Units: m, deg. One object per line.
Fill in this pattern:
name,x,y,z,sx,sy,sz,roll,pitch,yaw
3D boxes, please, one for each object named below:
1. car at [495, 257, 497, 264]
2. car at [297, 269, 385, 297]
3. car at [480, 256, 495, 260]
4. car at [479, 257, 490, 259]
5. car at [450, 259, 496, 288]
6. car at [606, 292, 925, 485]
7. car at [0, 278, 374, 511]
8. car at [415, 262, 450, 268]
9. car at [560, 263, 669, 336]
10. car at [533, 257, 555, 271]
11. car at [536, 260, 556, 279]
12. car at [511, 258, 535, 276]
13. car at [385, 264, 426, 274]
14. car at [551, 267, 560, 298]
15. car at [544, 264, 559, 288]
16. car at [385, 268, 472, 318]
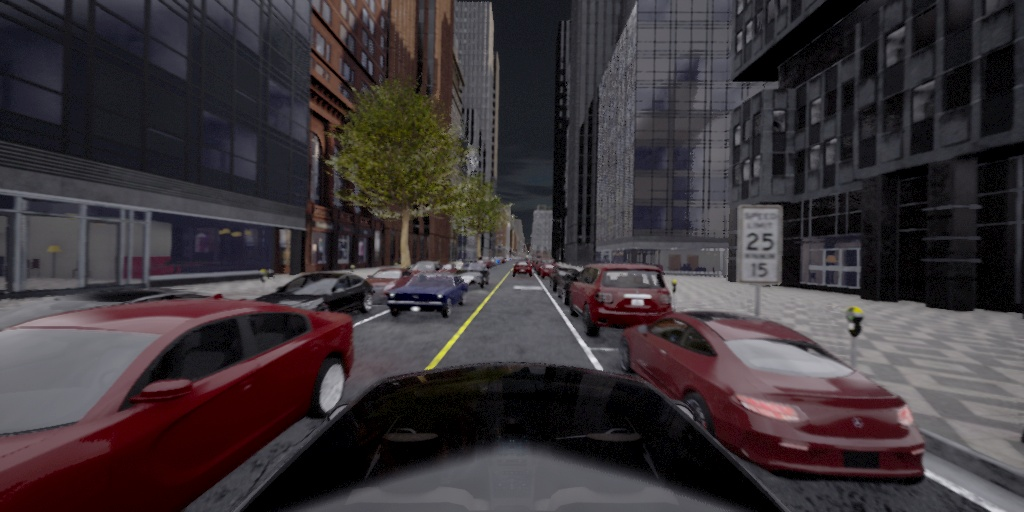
car,-4.159,1.245,61.409,1.948,1.339,4.313,0,0,2
car,-5.661,1.185,10.677,1.948,1.339,4.313,0,0,2
car,-4.326,0.984,55.772,2.192,1.841,5.009,0,0,2
car,-4.493,1.205,50.134,1.888,1.381,4.507,0,0,2
car,-2.500,1.177,23.319,2.128,1.511,4.902,1,0,2
car,2.692,1.388,4.785,1.802,1.307,4.207,0,0,2
car,-3.123,1.159,2.948,1.882,1.535,5.008,1,0,1
car,-5.327,1.063,21.949,1.967,1.591,4.097,0,0,2
car,2.859,1.120,10.422,2.192,1.841,5.009,0,0,2
car,3.693,1.143,38.602,2.192,1.841,5.009,0,0,2
car,3.526,1.366,32.965,1.888,1.381,4.507,0,0,2
car,1.103,1.248,37.267,1.882,1.535,5.008,1,0,2
car,-5.494,1.203,16.313,1.802,1.307,4.207,0,0,2
car,3.026,1.373,16.057,1.948,1.339,4.313,0,0,2
car,3.193,1.375,21.692,1.948,1.339,4.313,0,0,2
car,-2.819,1.281,12.912,1.895,1.301,4.718,1,0,2
